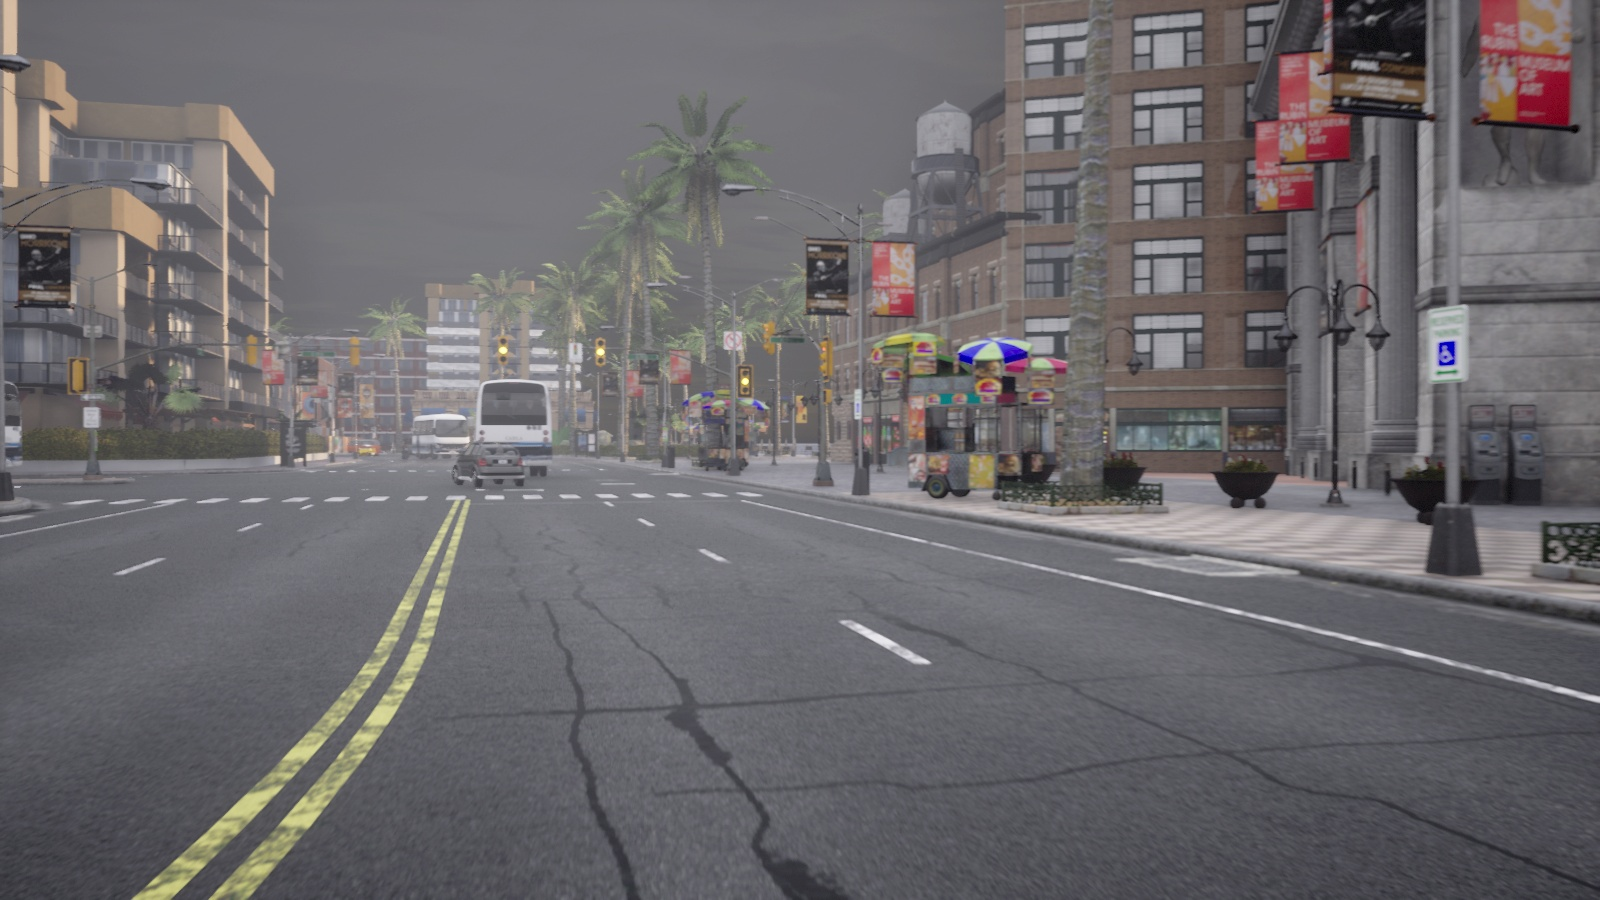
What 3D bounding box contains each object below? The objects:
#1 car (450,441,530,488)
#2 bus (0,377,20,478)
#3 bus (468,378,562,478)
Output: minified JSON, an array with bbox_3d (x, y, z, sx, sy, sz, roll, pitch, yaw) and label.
[{"bbox_3d":[-10.929,0.476,44.083,1.789,1.549,3.705,0,0,-30],"label":"car"},{"bbox_3d":[-38.764,-0.925,51.985,10.273,4.253,3.944,0,0,-14],"label":"bus"},{"bbox_3d":[-13.505,-0.964,59.135,3.944,4.253,10.273,0,0,-14],"label":"bus"}]
